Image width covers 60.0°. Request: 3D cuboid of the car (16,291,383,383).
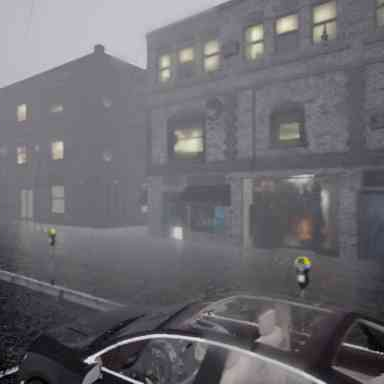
[{"bbox_3d":[0.302,1.550,2.667,4.403,1.369,2.008,0,0,36],"label":"car"}]
